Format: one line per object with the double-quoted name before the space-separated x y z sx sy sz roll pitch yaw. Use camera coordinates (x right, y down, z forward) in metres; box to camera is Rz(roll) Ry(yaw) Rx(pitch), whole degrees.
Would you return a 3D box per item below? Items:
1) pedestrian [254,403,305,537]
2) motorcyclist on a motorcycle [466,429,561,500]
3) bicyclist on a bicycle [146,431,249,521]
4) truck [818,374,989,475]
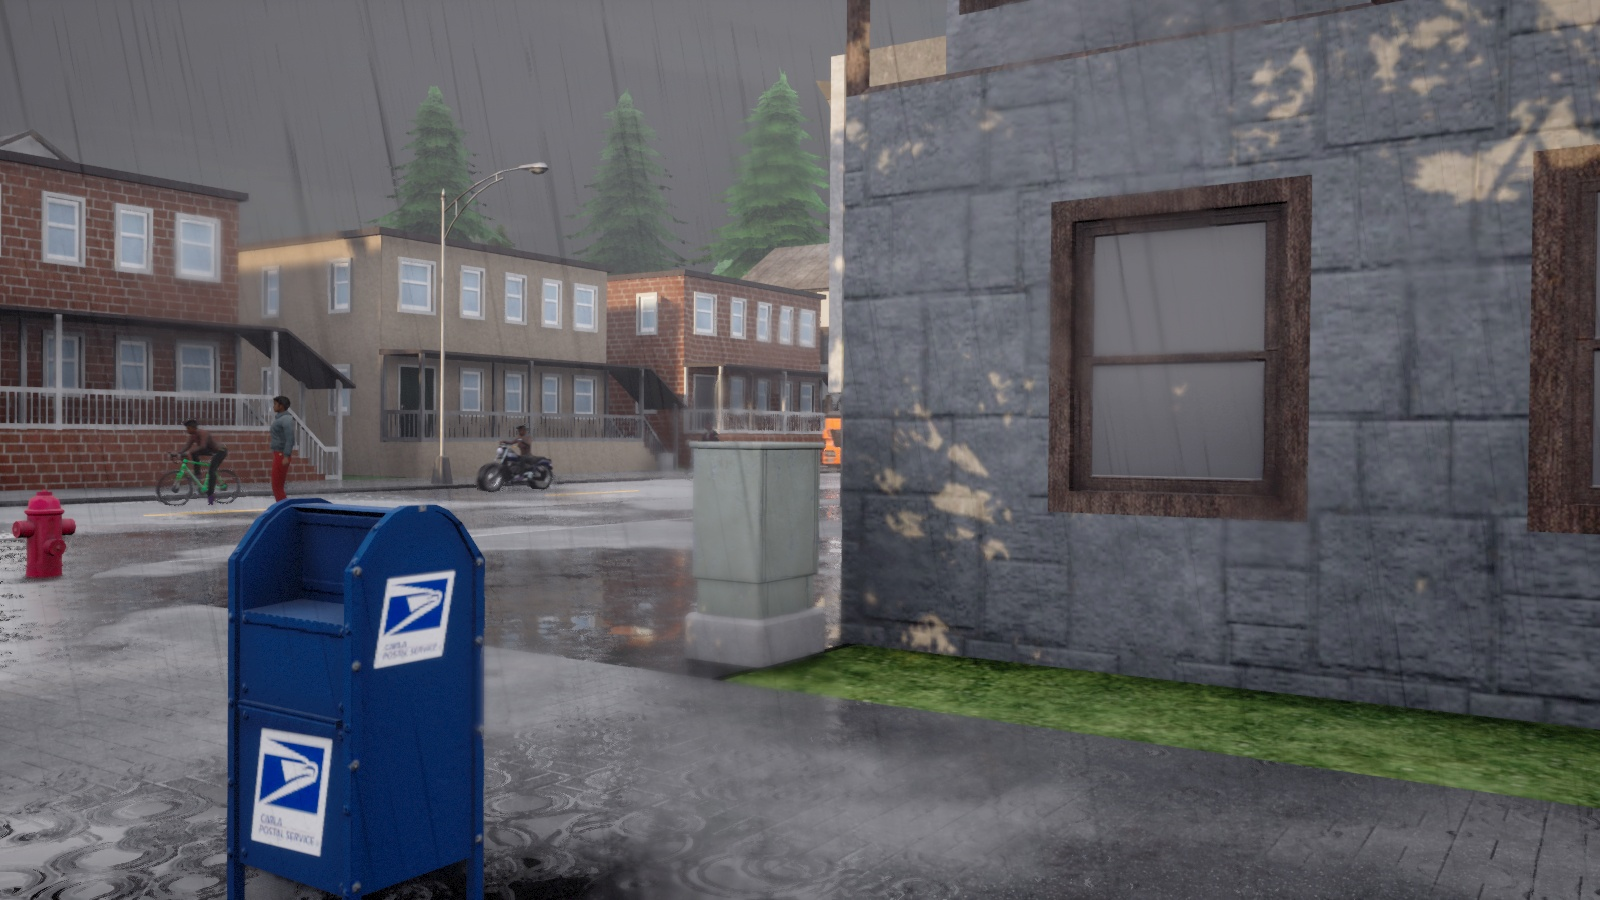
"pedestrian" -7.312 0.267 17.629 0.614 1.847 0.353 -1 1 -26
"motorcyclist on a motorcycle" -6.930 0.328 30.497 0.766 1.649 2.350 0 1 33
"bicyclist on a bicycle" -11.375 0.463 23.752 0.582 1.620 1.656 0 1 34
"truck" 4.063 -0.931 47.114 2.891 3.462 7.936 0 1 33
